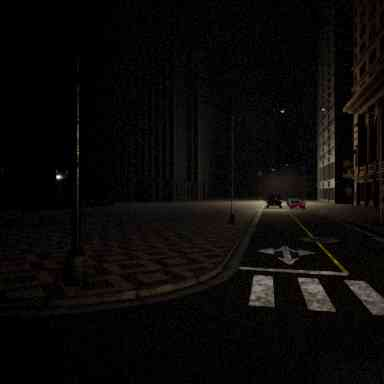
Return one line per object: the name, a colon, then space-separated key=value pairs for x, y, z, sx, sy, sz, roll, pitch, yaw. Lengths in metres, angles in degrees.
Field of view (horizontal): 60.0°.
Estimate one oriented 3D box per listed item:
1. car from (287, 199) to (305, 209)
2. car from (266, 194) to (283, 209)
car: x=14.495 y=1.687 z=45.926 sx=1.895 sy=1.301 sz=4.718 roll=0 pitch=0 yaw=14
car: x=12.021 y=1.310 z=48.661 sx=2.150 sy=2.045 sz=5.566 roll=0 pitch=0 yaw=13
